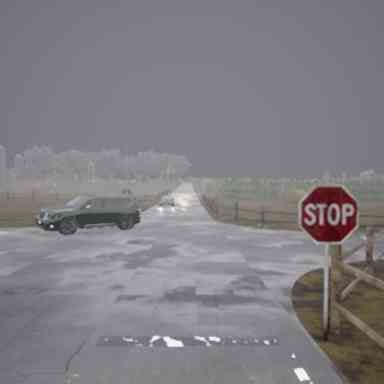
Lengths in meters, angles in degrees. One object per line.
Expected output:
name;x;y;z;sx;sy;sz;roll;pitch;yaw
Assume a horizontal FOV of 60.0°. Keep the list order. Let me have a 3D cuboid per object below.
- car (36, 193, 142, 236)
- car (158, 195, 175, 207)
car;-5.369;1.144;18.107;5.566;2.045;2.150;1;4;-43
car;-3.161;1.184;42.935;1.812;1.442;4.674;0;1;-1
